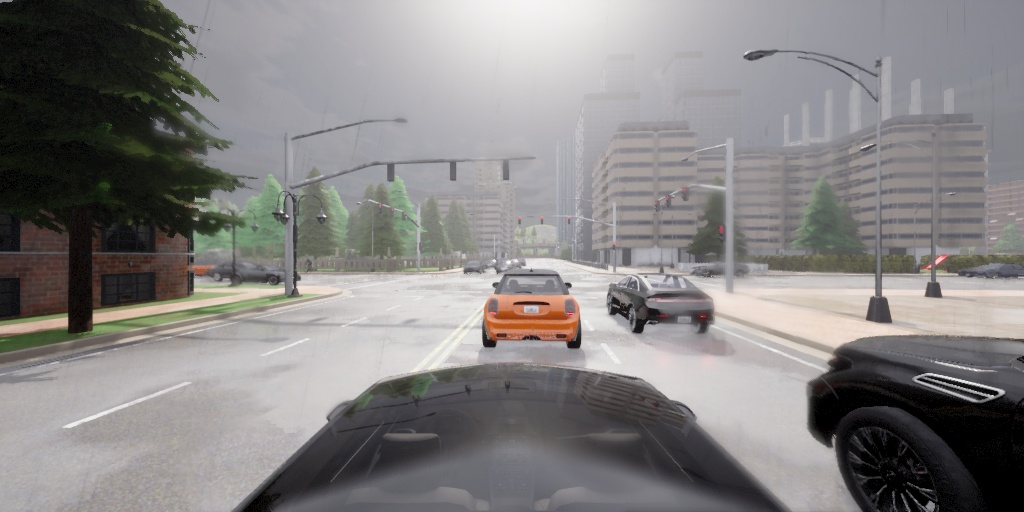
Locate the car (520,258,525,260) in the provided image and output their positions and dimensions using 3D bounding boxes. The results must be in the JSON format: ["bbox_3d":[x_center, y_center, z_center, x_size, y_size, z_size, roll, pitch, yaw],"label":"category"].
[{"bbox_3d":[0.402,1.242,53.669,2.128,1.511,4.902,0,0,4],"label":"car"}]

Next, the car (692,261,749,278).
[{"bbox_3d":[19.221,1.240,33.256,4.902,1.511,2.128,0,0,4],"label":"car"}]

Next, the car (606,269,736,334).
[{"bbox_3d":[4.093,1.241,10.614,2.128,1.511,4.902,0,0,4],"label":"car"}]

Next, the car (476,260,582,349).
[{"bbox_3d":[0.518,1.102,9.387,2.097,1.767,4.553,0,0,3],"label":"car"}]

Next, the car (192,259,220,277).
[{"bbox_3d":[-28.366,1.102,33.176,4.553,1.767,2.097,0,0,4],"label":"car"}]

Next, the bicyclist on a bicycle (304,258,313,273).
[{"bbox_3d":[-22.756,1.051,40.073,0.582,1.620,1.656,0,0,4],"label":"bicyclist on a bicycle"}]

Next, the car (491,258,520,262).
[{"bbox_3d":[-0.660,1.242,39.430,2.128,1.511,4.902,0,0,5],"label":"car"}]

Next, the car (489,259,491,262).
[{"bbox_3d":[-3.089,1.242,53.914,2.128,1.511,4.902,0,0,4],"label":"car"}]

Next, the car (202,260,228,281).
[{"bbox_3d":[-21.704,1.255,28.993,4.892,1.490,1.837,0,0,4],"label":"car"}]

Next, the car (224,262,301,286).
[{"bbox_3d":[-17.216,1.314,25.156,4.181,1.385,1.994,0,0,4],"label":"car"}]

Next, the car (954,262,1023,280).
[{"bbox_3d":[42.983,1.297,31.530,5.357,1.411,2.033,0,0,4],"label":"car"}]

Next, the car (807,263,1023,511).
[{"bbox_3d":[3.710,0.967,0.783,2.150,2.045,5.566,0,-1,0],"label":"car"}]

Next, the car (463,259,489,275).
[{"bbox_3d":[-4.139,1.255,39.804,1.837,1.490,4.892,0,0,5],"label":"car"}]
